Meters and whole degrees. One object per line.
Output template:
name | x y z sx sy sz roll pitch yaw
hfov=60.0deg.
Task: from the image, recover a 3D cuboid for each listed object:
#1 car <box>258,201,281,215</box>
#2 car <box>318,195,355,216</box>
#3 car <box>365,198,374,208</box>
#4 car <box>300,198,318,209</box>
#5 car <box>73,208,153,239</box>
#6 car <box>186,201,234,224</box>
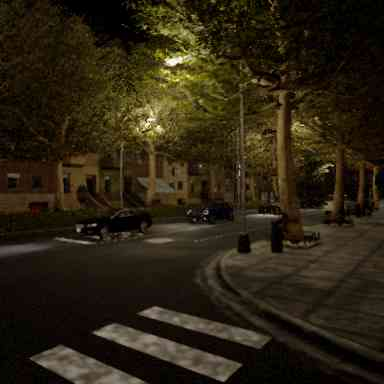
car | 8.946 1.720 36.786 1.994 1.385 4.181 -1 0 37
car | 15.186 1.303 34.064 2.435 2.045 5.566 -1 0 36
car | 24.176 1.540 45.286 2.231 1.521 4.892 -1 0 36
car | 16.914 1.654 47.535 1.837 1.490 4.892 -1 -1 37
car | -4.306 1.661 18.752 2.128 1.511 4.902 -1 0 36
car | 1.523 1.516 26.726 2.097 1.767 4.553 -1 0 36
